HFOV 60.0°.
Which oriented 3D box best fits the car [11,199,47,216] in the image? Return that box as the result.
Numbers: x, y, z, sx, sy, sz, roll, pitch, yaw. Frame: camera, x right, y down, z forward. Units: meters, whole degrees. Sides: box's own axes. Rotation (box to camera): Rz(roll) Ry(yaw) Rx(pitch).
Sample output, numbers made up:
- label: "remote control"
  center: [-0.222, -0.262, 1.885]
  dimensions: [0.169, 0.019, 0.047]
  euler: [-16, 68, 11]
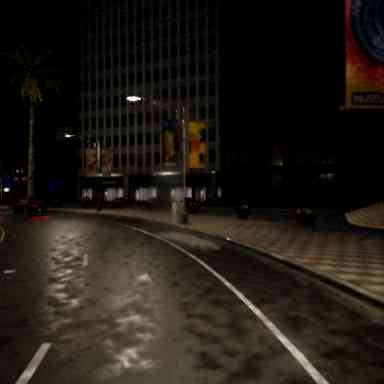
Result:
- label: "car"
  center: [-16.090, 1.476, 32.724]
  dimensions: [4.902, 1.511, 2.128]
  euler: [0, 0, 41]
